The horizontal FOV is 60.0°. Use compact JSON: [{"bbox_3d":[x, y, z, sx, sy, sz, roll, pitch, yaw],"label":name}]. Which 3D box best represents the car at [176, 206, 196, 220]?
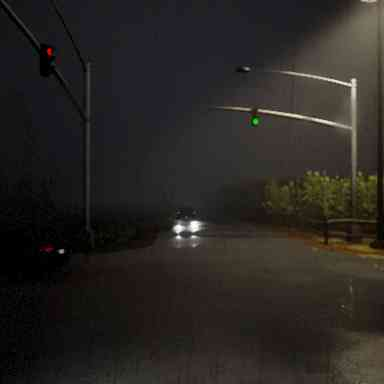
[{"bbox_3d":[-0.604,2.021,32.951,1.895,1.301,4.718,0,-1,-3],"label":"car"}]

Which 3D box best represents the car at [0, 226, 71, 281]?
[{"bbox_3d":[-5.838,1.723,9.864,4.181,1.385,1.994,0,0,1],"label":"car"}]
